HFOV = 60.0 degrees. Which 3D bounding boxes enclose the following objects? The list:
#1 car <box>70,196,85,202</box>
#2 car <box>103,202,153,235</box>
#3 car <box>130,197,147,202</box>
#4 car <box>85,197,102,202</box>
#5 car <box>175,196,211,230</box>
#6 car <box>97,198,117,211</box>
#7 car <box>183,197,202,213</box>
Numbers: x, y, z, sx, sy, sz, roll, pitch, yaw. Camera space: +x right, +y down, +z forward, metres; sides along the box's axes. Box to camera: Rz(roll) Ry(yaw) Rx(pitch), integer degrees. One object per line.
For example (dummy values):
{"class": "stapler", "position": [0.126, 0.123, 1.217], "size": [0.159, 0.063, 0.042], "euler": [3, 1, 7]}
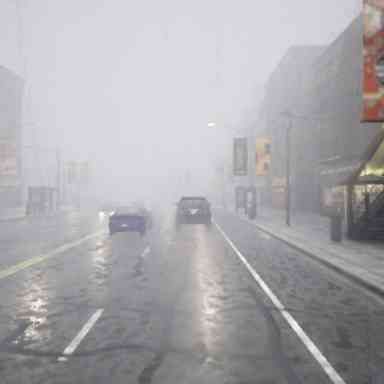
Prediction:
{"class": "car", "position": [-29.326, 1.829, 86.165], "size": [4.674, 1.452, 2.002], "euler": [0, 0, 20]}
{"class": "car", "position": [-3.415, 1.547, 19.288], "size": [1.882, 1.535, 5.008], "euler": [0, 0, 0]}
{"class": "car", "position": [-7.609, 1.644, 46.480], "size": [1.882, 1.535, 5.008], "euler": [0, 0, -8]}
{"class": "car", "position": [-24.021, 1.896, 83.998], "size": [4.718, 1.301, 1.895], "euler": [0, 0, 30]}
{"class": "car", "position": [0.083, 1.300, 21.858], "size": [2.150, 2.045, 5.566], "euler": [0, 0, 0]}
{"class": "car", "position": [-10.754, 1.757, 43.728], "size": [1.895, 1.301, 4.718], "euler": [0, 0, -3]}
{"class": "car", "position": [0.025, 1.493, 39.470], "size": [2.097, 1.767, 4.553], "euler": [0, 0, -1]}
